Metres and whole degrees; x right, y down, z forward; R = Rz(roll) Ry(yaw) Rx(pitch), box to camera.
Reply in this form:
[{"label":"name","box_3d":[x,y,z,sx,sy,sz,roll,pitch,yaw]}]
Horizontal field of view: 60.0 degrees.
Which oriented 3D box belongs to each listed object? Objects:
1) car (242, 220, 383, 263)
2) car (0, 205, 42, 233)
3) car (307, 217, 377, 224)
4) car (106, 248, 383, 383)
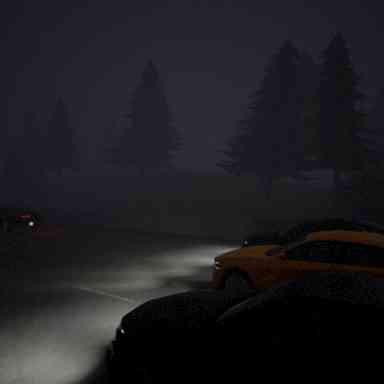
[{"label":"car","box_3d":[2.732,1.482,6.342,5.008,1.535,1.882,0,0,36]},{"label":"car","box_3d":[-11.259,1.586,20.622,4.892,1.490,1.837,0,0,36]},{"label":"car","box_3d":[3.863,1.514,9.835,4.892,1.490,1.837,0,0,35]},{"label":"car","box_3d":[1.241,1.528,3.107,4.674,1.442,1.812,0,0,35]}]
